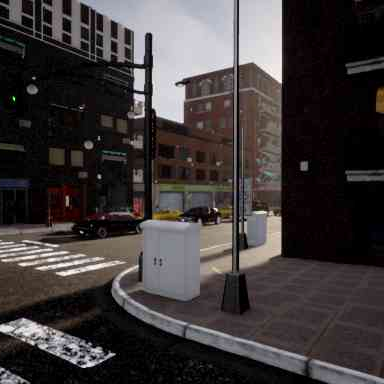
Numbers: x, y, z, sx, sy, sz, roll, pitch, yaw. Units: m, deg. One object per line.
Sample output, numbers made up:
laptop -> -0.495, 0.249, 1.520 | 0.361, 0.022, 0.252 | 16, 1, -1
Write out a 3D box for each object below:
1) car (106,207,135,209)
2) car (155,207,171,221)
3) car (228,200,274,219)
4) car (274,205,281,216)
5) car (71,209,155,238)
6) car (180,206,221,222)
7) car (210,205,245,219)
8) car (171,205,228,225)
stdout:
car -> -5.413, 1.758, 23.125 | 1.967, 1.590, 4.097 | -1, -2, 35
car -> -2.352, 1.944, 27.514 | 1.752, 1.417, 4.829 | -1, -2, 35
car -> 6.380, 1.866, 35.485 | 2.150, 2.045, 5.566 | 0, -1, 35
car -> 12.504, 2.394, 44.200 | 2.033, 1.411, 5.357 | 0, -1, 35
car -> -4.661, 1.881, 19.647 | 1.895, 1.301, 4.718 | 0, -1, 35
car -> 0.903, 2.092, 32.184 | 1.947, 1.339, 4.313 | -1, -2, 35
car -> 3.964, 2.153, 36.577 | 1.752, 1.417, 4.829 | -1, -2, 35
car -> 0.701, 1.962, 27.337 | 1.837, 1.490, 4.892 | 0, -1, 35
